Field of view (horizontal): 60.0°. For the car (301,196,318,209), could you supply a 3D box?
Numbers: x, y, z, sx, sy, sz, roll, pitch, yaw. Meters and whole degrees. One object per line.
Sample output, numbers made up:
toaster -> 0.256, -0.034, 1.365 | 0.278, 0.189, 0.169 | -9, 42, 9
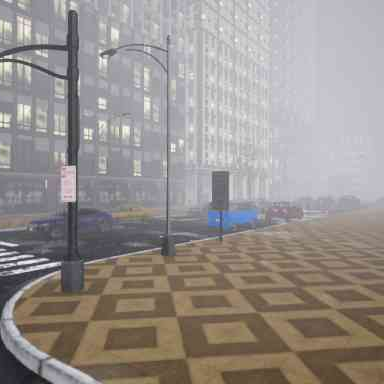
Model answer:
car -> 15.025, 1.394, 45.406 | 2.097, 1.767, 4.553 | 0, 0, 38

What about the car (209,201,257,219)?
car -> 3.939, 1.574, 31.109 | 2.033, 1.411, 5.357 | 0, 0, 38

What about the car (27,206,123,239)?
car -> -6.297, 1.540, 17.831 | 1.812, 1.442, 4.674 | 0, 0, 38

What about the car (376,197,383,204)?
car -> 38.053, 1.658, 66.607 | 1.947, 1.339, 4.313 | 0, 0, 38

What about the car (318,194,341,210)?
car -> 17.907, 1.400, 44.449 | 2.097, 1.767, 4.553 | 0, 0, 38

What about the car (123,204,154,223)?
car -> -4.816, 1.540, 23.987 | 1.752, 1.417, 4.829 | 0, 0, 38

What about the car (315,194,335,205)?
car -> 25.025, 1.381, 62.591 | 2.192, 1.841, 5.009 | 0, 0, 38

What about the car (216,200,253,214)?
car -> 4.678, 1.571, 36.125 | 1.887, 1.381, 4.507 | 0, 0, 38

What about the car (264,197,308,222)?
car -> 7.534, 1.472, 26.910 | 1.967, 1.590, 4.097 | 0, 0, 38

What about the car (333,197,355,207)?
car -> 23.956, 1.552, 52.312 | 2.128, 1.511, 4.902 | 0, 0, 37

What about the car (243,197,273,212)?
car -> 8.069, 1.471, 40.536 | 1.967, 1.590, 4.097 | 0, 0, 38

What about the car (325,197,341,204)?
car -> 28.416, 1.625, 67.001 | 2.008, 1.369, 4.403 | 0, 0, 38

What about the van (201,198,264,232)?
van -> 2.576, 1.368, 20.278 | 1.690, 1.788, 3.998 | 0, 0, 38

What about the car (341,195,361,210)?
car -> 21.098, 1.369, 44.554 | 2.192, 1.841, 5.009 | 0, 0, 38

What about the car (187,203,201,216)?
car -> 1.287, 1.604, 31.714 | 1.802, 1.307, 4.206 | 0, 0, 38
